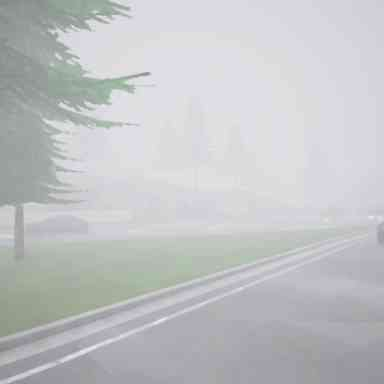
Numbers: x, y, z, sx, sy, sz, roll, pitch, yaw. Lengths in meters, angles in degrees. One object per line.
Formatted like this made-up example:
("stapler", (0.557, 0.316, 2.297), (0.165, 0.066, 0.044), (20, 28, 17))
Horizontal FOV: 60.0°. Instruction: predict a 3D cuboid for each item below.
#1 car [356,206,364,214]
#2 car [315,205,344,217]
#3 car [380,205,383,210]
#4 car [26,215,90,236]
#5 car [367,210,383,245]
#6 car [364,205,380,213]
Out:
("car", (25.891, 2.551, 48.489), (4.718, 1.301, 1.895), (0, -2, -37))
("car", (17.420, 2.411, 42.044), (4.674, 1.442, 1.812), (1, -2, -37))
("car", (24.645, 1.936, 38.786), (5.566, 2.045, 2.150), (0, -2, -37))
("car", (-9.347, 2.290, 23.379), (4.181, 1.385, 1.994), (0, -2, -20))
("car", (10.694, 1.798, 16.490), (2.128, 1.511, 4.902), (-2, -2, 44))
("car", (24.673, 2.392, 43.189), (4.181, 1.385, 1.994), (0, -2, -37))
